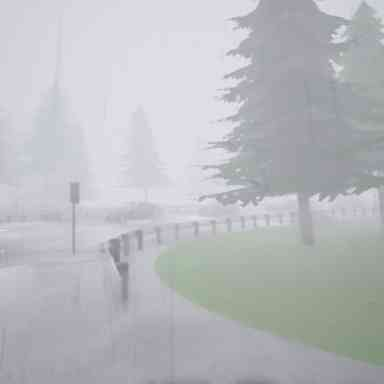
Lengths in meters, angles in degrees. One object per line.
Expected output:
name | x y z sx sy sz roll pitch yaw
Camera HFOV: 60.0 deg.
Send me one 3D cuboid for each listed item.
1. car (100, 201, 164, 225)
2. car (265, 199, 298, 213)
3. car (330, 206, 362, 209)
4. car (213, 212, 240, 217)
car | -4.202 1.424 23.952 2.128 1.511 4.902 0 0 44
car | 10.504 1.491 36.543 5.357 1.411 2.033 0 0 -35
car | 19.463 1.447 41.784 4.902 1.511 2.128 0 0 -27
car | 2.438 1.500 30.275 4.181 1.385 1.994 0 0 -40
